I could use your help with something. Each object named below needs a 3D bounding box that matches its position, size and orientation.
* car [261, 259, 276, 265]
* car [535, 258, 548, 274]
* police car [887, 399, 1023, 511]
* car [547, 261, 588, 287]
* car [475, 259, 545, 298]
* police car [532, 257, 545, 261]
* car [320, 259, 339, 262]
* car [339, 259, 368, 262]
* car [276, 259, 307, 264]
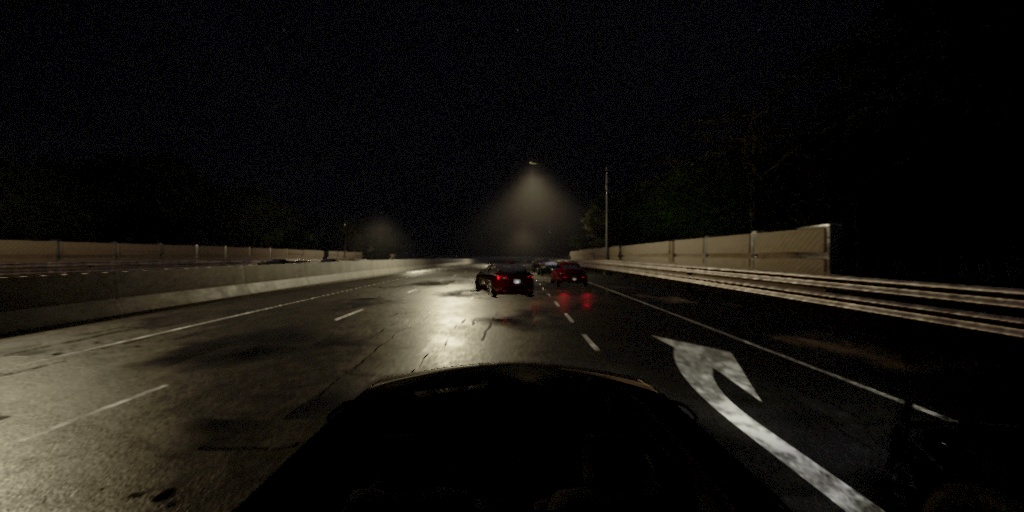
[{"bbox_3d":[-28.052,1.085,42.935,1.812,1.442,4.674,0,0,0],"label":"car"},{"bbox_3d":[3.506,1.103,33.435,1.994,1.385,4.181,0,0,0],"label":"car"},{"bbox_3d":[3.499,1.269,0.386,2.038,1.542,4.974,0,1,0],"label":"police car"},{"bbox_3d":[3.504,1.092,22.419,1.812,1.442,4.674,0,0,0],"label":"car"},{"bbox_3d":[-0.430,1.099,17.404,2.163,1.488,4.792,0,1,-17],"label":"car"},{"bbox_3d":[3.509,0.989,44.558,1.930,1.638,5.238,0,0,0],"label":"police car"},{"bbox_3d":[-21.059,1.078,41.171,1.812,1.442,4.674,0,0,0],"label":"car"},{"bbox_3d":[-17.560,1.078,41.167,1.812,1.442,4.674,0,0,0],"label":"car"},{"bbox_3d":[-24.555,1.118,41.329,1.994,1.385,4.181,0,0,0],"label":"car"}]
